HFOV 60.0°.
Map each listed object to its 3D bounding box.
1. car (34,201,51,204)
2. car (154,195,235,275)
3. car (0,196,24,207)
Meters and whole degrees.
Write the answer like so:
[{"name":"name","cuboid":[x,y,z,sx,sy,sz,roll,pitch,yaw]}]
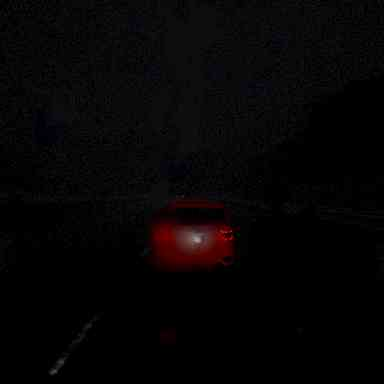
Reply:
[{"name":"car","cuboid":[-17.597,1.776,39.299,1.994,1.385,4.181,0,0,0]},{"name":"car","cuboid":[0.040,1.254,10.740,2.150,2.045,5.566,0,0,-1]},{"name":"car","cuboid":[-21.100,1.420,37.536,2.150,2.045,5.566,0,0,0]}]
